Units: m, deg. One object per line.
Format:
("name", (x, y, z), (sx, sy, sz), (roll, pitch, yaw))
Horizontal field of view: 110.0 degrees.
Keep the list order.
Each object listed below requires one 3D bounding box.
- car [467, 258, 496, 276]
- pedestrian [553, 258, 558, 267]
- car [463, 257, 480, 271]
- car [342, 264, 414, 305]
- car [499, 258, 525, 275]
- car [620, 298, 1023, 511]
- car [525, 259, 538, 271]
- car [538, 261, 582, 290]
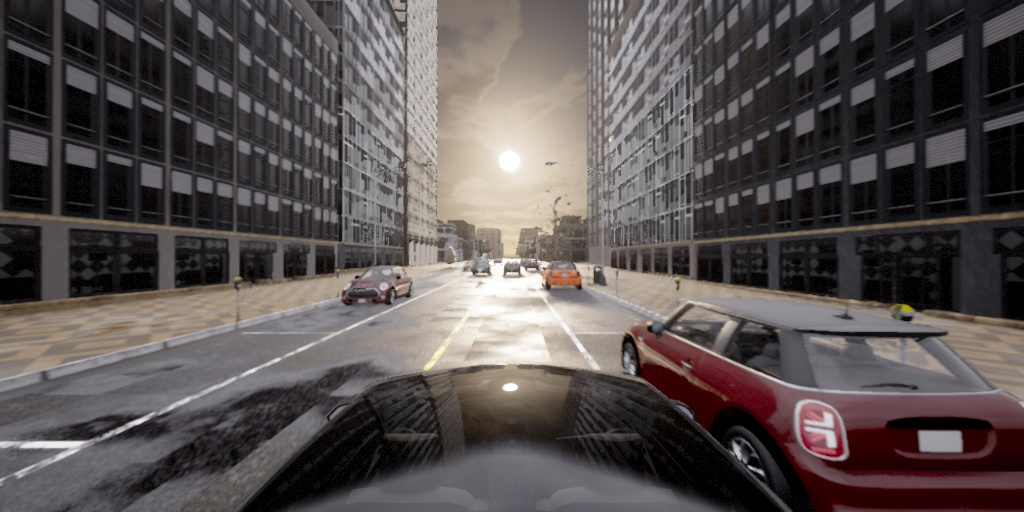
("car", (-3.086, 1.224, 37.345), (2.128, 1.511, 4.902), (0, 0, 0))
("pedestrian", (3.003, 1.033, 25.312), (0.375, 1.860, 0.375), (0, 0, -2))
("car", (-5.684, 1.250, 49.578), (1.751, 1.417, 4.829), (0, 0, 0))
("car", (-5.689, 1.184, 15.595), (1.967, 1.591, 4.097), (0, 0, 0))
("car", (0.035, 1.223, 38.207), (2.128, 1.511, 4.902), (0, 0, 1))
("car", (2.690, 1.189, 4.195), (1.967, 1.591, 4.097), (0, 0, 0))
("car", (2.697, 1.164, 49.732), (1.967, 1.591, 4.097), (0, 0, 0))
("car", (3.002, 1.092, 22.500), (2.097, 1.767, 4.553), (0, 0, 0))
